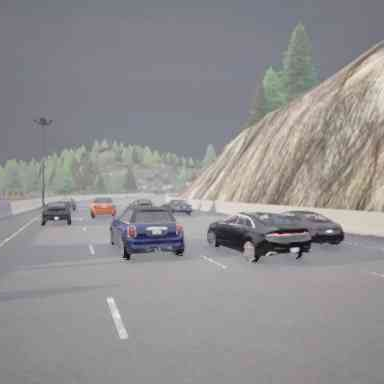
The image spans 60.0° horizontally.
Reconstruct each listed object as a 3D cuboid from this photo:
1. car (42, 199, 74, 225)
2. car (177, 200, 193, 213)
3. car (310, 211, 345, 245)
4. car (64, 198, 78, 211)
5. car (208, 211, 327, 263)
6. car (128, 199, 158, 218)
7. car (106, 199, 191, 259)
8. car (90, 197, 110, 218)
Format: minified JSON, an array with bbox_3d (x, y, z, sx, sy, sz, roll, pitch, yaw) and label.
[{"bbox_3d":[-9.678,1.459,23.990,1.837,1.490,4.892,0,0,-20],"label":"car"},{"bbox_3d":[-1.510,1.476,32.375,2.033,1.411,5.357,0,0,-19],"label":"car"},{"bbox_3d":[4.750,1.526,15.046,1.994,1.385,4.181,0,0,-20],"label":"car"},{"bbox_3d":[-14.395,1.454,38.470,1.812,1.442,4.674,0,0,-16],"label":"car"},{"bbox_3d":[2.154,1.463,11.953,2.128,1.511,4.902,0,0,-20],"label":"car"},{"bbox_3d":[-4.607,1.441,30.663,1.837,1.490,4.892,0,0,-19],"label":"car"},{"bbox_3d":[-1.879,1.325,12.790,2.097,1.767,4.553,0,0,-20],"label":"car"},{"bbox_3d":[-8.122,1.293,30.148,2.097,1.767,4.553,0,0,-19],"label":"car"}]
